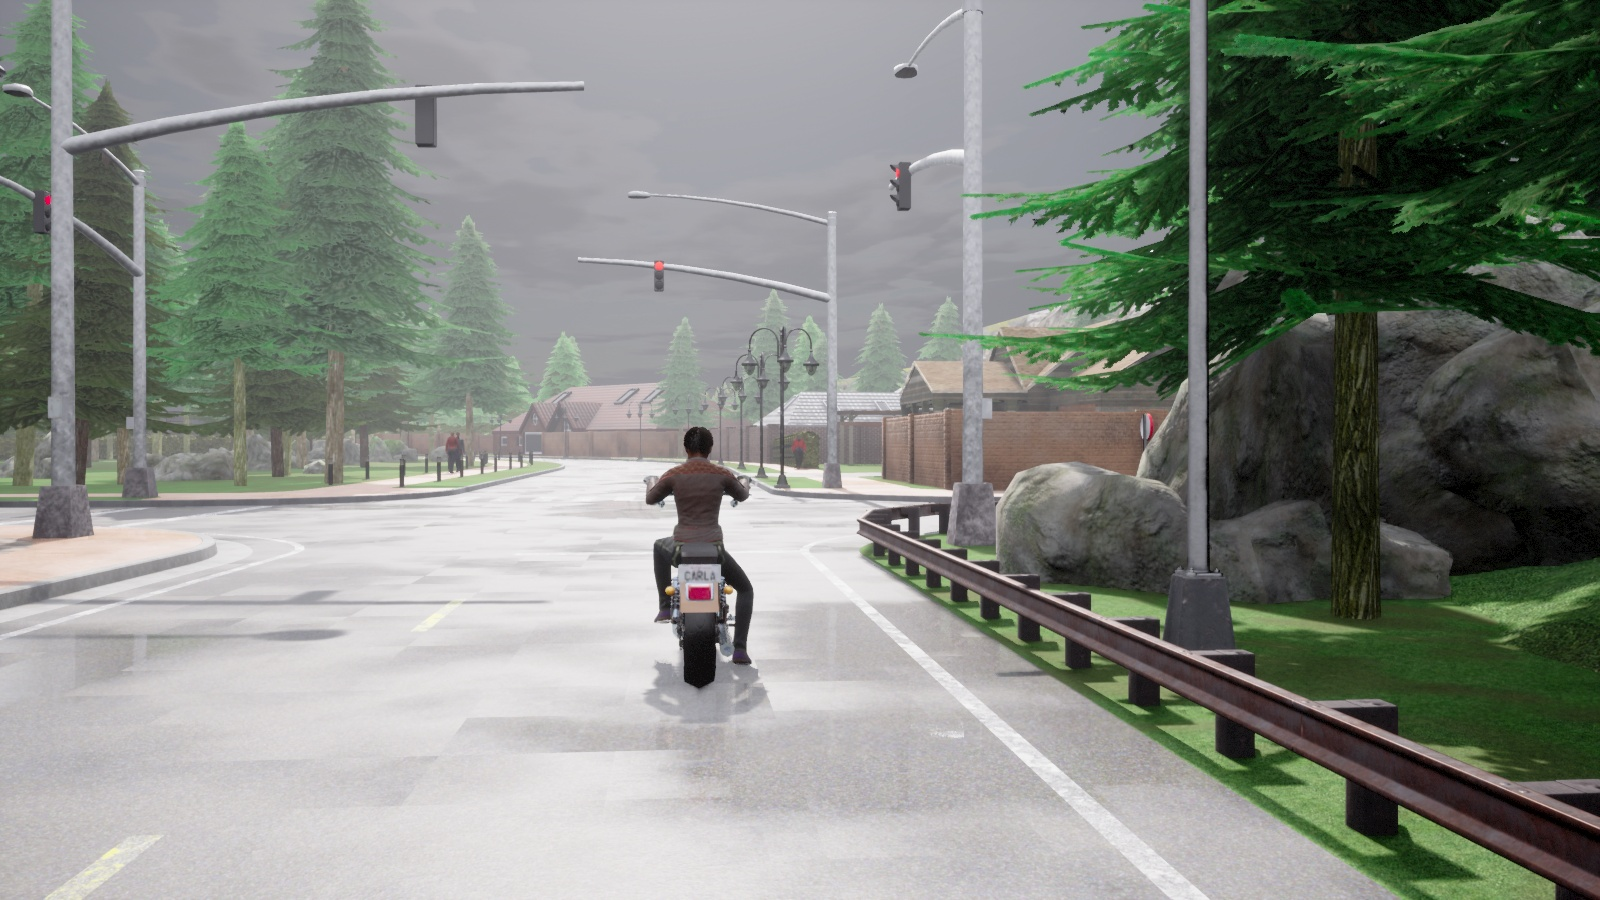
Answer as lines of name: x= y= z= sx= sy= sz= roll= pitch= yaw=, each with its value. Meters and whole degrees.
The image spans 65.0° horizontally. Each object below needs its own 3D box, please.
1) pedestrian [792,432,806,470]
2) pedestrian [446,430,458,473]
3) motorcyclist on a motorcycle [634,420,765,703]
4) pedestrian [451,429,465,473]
pedestrian: x=-0.060 y=0.035 z=61.485 sx=0.634 sy=1.844 sz=0.899 roll=0 pitch=0 yaw=-5
pedestrian: x=-14.694 y=0.061 z=53.040 sx=0.331 sy=1.846 sz=0.636 roll=0 pitch=0 yaw=4
motorcyclist on a motorcycle: x=-0.693 y=0.648 z=8.535 sx=0.766 sy=1.649 sz=2.350 roll=0 pitch=0 yaw=-5
pedestrian: x=-15.185 y=0.045 z=55.791 sx=0.423 sy=1.949 sz=0.788 roll=0 pitch=0 yaw=-1
